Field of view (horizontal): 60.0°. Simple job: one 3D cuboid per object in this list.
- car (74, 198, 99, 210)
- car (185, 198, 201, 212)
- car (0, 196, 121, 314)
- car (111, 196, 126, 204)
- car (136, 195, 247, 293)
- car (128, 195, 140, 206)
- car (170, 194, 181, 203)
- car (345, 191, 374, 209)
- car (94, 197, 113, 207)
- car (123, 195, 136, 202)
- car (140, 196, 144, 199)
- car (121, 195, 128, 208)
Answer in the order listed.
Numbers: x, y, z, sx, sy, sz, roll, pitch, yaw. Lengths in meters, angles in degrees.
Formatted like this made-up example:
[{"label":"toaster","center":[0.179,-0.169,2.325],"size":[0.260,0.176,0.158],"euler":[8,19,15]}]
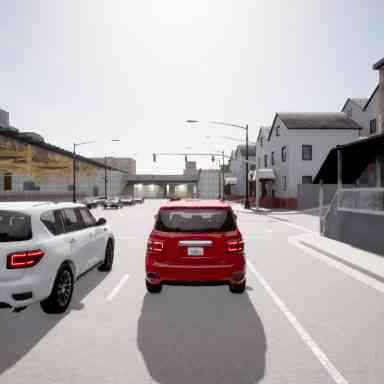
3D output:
[{"label":"car","center":[-13.995,1.564,44.207],"size":[1.994,1.385,4.181],"euler":[0,0,0]},{"label":"car","center":[0.088,1.528,40.099],"size":[1.812,1.442,4.674],"euler":[0,0,1]},{"label":"car","center":[-3.409,1.221,7.745],"size":[2.150,2.045,5.566],"euler":[0,0,1]},{"label":"car","center":[-13.897,1.505,63.303],"size":[1.837,1.490,4.892],"euler":[0,0,0]},{"label":"car","center":[0.099,1.221,9.007],"size":[2.150,2.045,5.566],"euler":[0,0,1]},{"label":"car","center":[-10.463,1.547,54.368],"size":[2.033,1.411,5.357],"euler":[0,0,0]},{"label":"car","center":[-3.337,1.352,69.139],"size":[2.097,1.767,4.553],"euler":[0,0,0]},{"label":"car","center":[15.401,0.708,28.725],"size":[5.357,1.411,2.033],"euler":[-17,0,-1]},{"label":"car","center":[-13.964,1.526,52.948],"size":[1.812,1.442,4.674],"euler":[0,0,0]},{"label":"car","center":[-13.826,1.493,73.717],"size":[1.837,1.490,4.892],"euler":[0,0,0]},{"label":"car","center":[-10.384,1.547,64.657],"size":[2.033,1.411,5.357],"euler":[0,0,0]},{"label":"car","center":[-10.494,1.491,44.619],"size":[2.128,1.511,4.902],"euler":[0,0,0]}]
